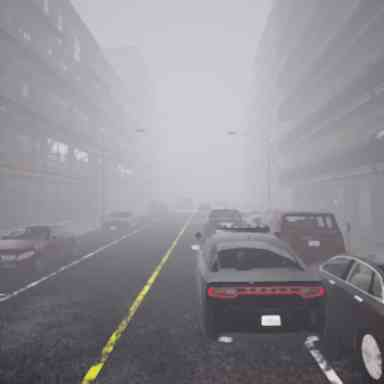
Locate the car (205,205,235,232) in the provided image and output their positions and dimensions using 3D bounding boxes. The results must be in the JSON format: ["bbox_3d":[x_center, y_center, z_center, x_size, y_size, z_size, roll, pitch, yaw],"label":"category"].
[{"bbox_3d":[1.788,1.750,22.801,1.837,1.490,4.892,-1,-1,2],"label":"car"}]

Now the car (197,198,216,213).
[{"bbox_3d":[1.754,1.967,43.567,2.128,1.511,4.902,-1,-1,3],"label":"car"}]

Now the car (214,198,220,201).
[{"bbox_3d":[4.929,2.022,56.133,1.967,1.590,4.097,0,-1,2],"label":"car"}]

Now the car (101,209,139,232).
[{"bbox_3d":[-4.750,1.864,22.514,1.947,1.339,4.313,0,-1,2],"label":"car"}]

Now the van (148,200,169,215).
[{"bbox_3d":[-4.095,1.822,39.517,1.690,1.788,3.998,0,-1,2],"label":"van"}]

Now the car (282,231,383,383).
[{"bbox_3d":[2.967,1.586,5.134,2.008,1.369,4.403,0,-1,2],"label":"car"}]

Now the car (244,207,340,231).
[{"bbox_3d":[3.186,1.413,10.804,2.192,1.841,5.009,0,-1,2],"label":"car"}]

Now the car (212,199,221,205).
[{"bbox_3d":[5.800,2.357,78.797,1.887,1.381,4.507,0,-1,2],"label":"car"}]

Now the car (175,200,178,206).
[{"bbox_3d":[-3.660,2.151,50.849,2.008,1.369,4.403,0,-1,2],"label":"car"}]

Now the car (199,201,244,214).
[{"bbox_3d":[1.576,1.530,16.776,2.097,1.767,4.553,-1,-1,2],"label":"car"}]

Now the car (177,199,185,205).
[{"bbox_3d":[-2.577,2.413,79.013,1.752,1.417,4.829,0,-1,2],"label":"car"}]

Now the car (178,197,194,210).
[{"bbox_3d":[-0.786,1.852,55.987,2.150,2.045,5.566,-1,-1,2],"label":"car"}]

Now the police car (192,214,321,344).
[{"bbox_3d":[1.030,1.497,6.915,1.930,1.638,5.238,-1,-1,0],"label":"police car"}]

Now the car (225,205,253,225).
[{"bbox_3d":[3.839,1.827,27.800,1.887,1.381,4.507,0,-1,2],"label":"car"}]

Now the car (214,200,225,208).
[{"bbox_3d":[5.148,2.222,61.799,1.802,1.307,4.206,0,-1,2],"label":"car"}]

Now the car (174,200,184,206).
[{"bbox_3d":[-2.789,2.398,73.517,1.947,1.339,4.313,0,-1,2],"label":"car"}]

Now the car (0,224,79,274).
[{"bbox_3d":[-5.187,1.756,11.179,1.802,1.307,4.206,0,-1,2],"label":"car"}]

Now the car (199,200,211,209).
[{"bbox_3d":[2.258,2.178,56.984,1.994,1.385,4.181,-1,-1,2],"label":"car"}]

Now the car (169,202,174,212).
[{"bbox_3d":[-3.878,2.086,45.181,1.887,1.381,4.507,0,-1,2],"label":"car"}]

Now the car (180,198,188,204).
[{"bbox_3d":[-2.134,2.442,90.518,1.967,1.590,4.097,0,-1,2],"label":"car"}]

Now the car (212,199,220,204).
[{"bbox_3d":[6.018,2.420,84.463,2.008,1.369,4.403,0,-1,2],"label":"car"}]

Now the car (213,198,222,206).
[{"bbox_3d":[5.583,2.195,73.131,1.967,1.590,4.097,0,-1,2],"label":"car"}]

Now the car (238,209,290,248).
[{"bbox_3d":[3.410,1.687,16.638,1.752,1.417,4.829,0,-1,2],"label":"car"}]

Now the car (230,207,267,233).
[{"bbox_3d":[3.621,1.766,22.134,1.887,1.381,4.507,0,-1,2],"label":"car"}]
